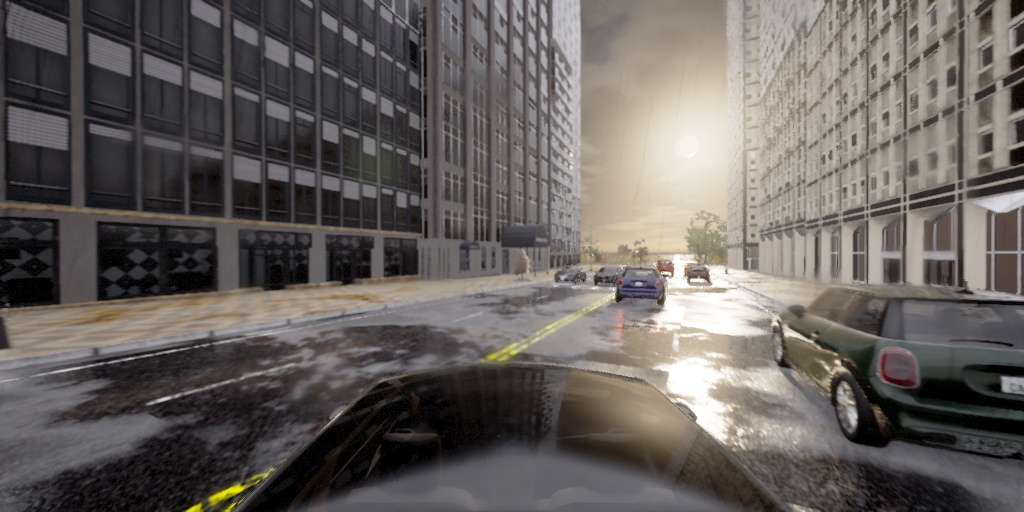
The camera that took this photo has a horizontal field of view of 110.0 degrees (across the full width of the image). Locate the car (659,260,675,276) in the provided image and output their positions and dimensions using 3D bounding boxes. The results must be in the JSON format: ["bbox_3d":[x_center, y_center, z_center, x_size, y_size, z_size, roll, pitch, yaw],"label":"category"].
[{"bbox_3d":[20.627,1.535,48.253,2.150,2.045,5.566,0,-1,25],"label":"car"}]

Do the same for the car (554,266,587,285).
[{"bbox_3d":[5.029,1.571,30.540,2.128,1.511,4.902,0,-1,25],"label":"car"}]

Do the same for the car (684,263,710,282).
[{"bbox_3d":[17.536,1.662,33.894,1.837,1.490,4.892,0,-1,25],"label":"car"}]

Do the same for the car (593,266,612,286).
[{"bbox_3d":[7.895,1.578,28.994,1.837,1.490,4.892,0,-1,25],"label":"car"}]

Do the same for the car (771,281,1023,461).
[{"bbox_3d":[5.282,1.156,4.982,2.097,1.767,4.553,0,-1,25],"label":"car"}]

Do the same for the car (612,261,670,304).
[{"bbox_3d":[6.560,1.303,17.926,2.097,1.767,4.553,0,-1,25],"label":"car"}]
